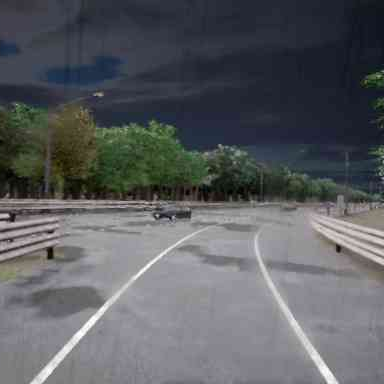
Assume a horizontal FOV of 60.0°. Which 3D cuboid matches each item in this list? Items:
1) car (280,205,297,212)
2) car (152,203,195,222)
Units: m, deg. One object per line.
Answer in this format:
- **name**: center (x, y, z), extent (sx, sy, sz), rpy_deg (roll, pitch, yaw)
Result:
- **car**: center (17.316, 2.906, 59.160), extent (1.895, 1.301, 4.718), rpy_deg (1, -1, 32)
- **car**: center (-1.507, 1.725, 28.893), extent (1.837, 1.490, 4.892), rpy_deg (1, -1, 32)
